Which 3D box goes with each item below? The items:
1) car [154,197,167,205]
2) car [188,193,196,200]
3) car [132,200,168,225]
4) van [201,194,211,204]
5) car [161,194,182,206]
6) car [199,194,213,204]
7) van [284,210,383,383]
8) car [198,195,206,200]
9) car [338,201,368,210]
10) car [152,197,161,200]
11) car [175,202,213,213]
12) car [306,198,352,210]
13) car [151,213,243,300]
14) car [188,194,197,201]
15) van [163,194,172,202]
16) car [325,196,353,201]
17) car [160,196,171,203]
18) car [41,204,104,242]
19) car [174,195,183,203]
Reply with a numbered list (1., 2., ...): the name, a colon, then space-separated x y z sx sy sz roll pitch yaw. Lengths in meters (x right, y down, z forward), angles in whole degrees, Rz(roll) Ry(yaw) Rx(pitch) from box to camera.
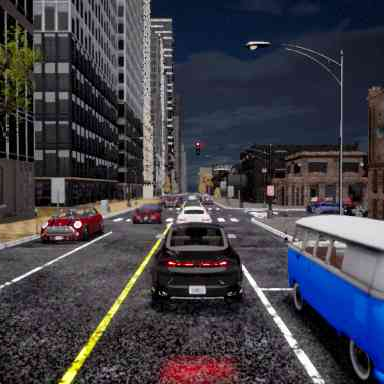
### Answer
1. car: -5.619 1.551 59.764 1.947 1.339 4.313 -1 0 0
2. car: 0.075 1.257 91.018 2.097 1.767 4.553 0 0 0
3. car: -3.082 1.557 24.201 1.994 1.385 4.181 0 0 0
4. van: 2.729 1.325 65.347 1.690 1.788 3.998 -1 0 0
5. car: -3.054 1.339 50.273 2.097 1.767 4.553 0 0 0
6. car: 2.726 1.425 59.703 1.967 1.590 4.097 -1 0 0
7. van: 2.679 1.340 5.083 1.690 1.788 3.998 -1 0 0
8. car: 2.756 1.531 93.568 2.008 1.369 4.403 -1 0 0
9. car: 16.443 1.793 31.026 4.313 1.339 1.947 1 0 1
10. car: -5.795 1.512 53.951 1.752 1.417 4.829 -1 0 0
11. car: 0.109 1.520 18.730 1.812 1.442 4.674 0 0 0
12. car: 14.846 1.684 36.842 4.181 1.385 1.994 1 1 1
13. car: 0.104 1.502 8.374 1.837 1.490 4.892 0 0 0
14. car: 0.067 1.504 81.015 1.812 1.442 4.674 0 0 0
15. van: -5.609 1.323 76.697 1.690 1.788 3.998 -1 0 0
16. car: 16.559 1.411 39.403 5.009 1.841 2.192 1 0 1
17. car: -5.610 1.549 71.053 1.947 1.339 4.313 -1 0 0
18. car: -5.690 1.435 16.173 1.967 1.590 4.097 -1 0 0
19. car: -2.939 1.461 72.860 1.882 1.535 5.008 0 0 0
